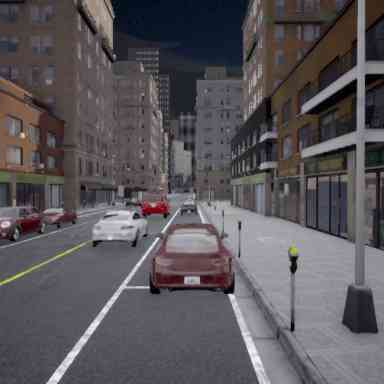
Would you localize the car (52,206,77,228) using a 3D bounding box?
[{"bbox_3d":[-8.822,1.575,21.767,1.802,1.307,4.206,-1,0,0],"label":"car"}]

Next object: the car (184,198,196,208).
[{"bbox_3d":[-0.276,1.554,49.696,1.802,1.307,4.206,-1,0,0],"label":"car"}]

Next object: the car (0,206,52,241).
[{"bbox_3d":[-8.823,1.435,16.181,1.967,1.590,4.097,-1,0,0],"label":"car"}]

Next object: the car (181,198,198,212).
[{"bbox_3d":[-0.279,1.507,38.694,1.752,1.417,4.829,-1,0,0],"label":"car"}]

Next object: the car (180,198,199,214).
[{"bbox_3d":[-0.280,1.537,32.939,2.008,1.369,4.403,-1,0,0],"label":"car"}]

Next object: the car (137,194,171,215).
[{"bbox_3d":[-3.145,1.205,29.734,2.150,2.045,5.566,0,0,0],"label":"car"}]

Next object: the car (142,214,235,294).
[{"bbox_3d":[0.003,1.523,8.652,1.812,1.442,4.674,0,0,0],"label":"car"}]

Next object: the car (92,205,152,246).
[{"bbox_3d":[-3.141,1.522,15.091,1.812,1.442,4.674,0,0,0],"label":"car"}]

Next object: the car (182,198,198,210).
[{"bbox_3d":[-0.278,1.543,44.111,1.947,1.339,4.313,-1,0,0],"label":"car"}]

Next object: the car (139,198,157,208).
[{"bbox_3d":[-6.148,1.540,47.134,1.994,1.385,4.181,0,0,0],"label":"car"}]

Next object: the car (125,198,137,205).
[{"bbox_3d":[-8.822,1.516,49.695,1.887,1.381,4.507,-1,0,0],"label":"car"}]
